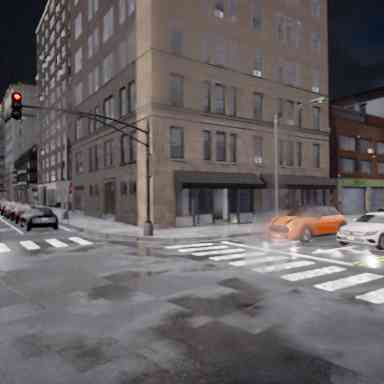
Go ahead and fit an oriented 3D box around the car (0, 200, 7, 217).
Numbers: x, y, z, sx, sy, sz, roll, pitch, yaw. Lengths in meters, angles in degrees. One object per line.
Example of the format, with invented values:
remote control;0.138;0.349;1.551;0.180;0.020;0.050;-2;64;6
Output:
car;-15.842;1.657;30.022;2.008;1.369;4.403;0;0;-34

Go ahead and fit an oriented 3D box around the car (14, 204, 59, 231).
car;-9.630;1.634;20.870;1.947;1.339;4.313;0;0;-34

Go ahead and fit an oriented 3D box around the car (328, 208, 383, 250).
car;8.465;1.631;14.915;4.674;1.442;1.812;0;-1;-33

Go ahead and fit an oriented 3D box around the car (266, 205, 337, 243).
car;5.913;1.498;17.123;4.553;1.767;2.097;0;-1;-35

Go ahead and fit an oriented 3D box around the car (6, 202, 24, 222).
car;-12.736;1.632;25.446;1.887;1.381;4.507;0;0;-34
